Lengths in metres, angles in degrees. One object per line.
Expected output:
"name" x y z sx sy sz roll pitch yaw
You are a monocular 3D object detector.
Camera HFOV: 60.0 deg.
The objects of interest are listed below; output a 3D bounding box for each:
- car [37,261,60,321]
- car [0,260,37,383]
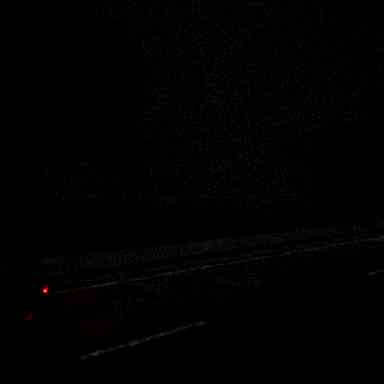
"car" -4.673 1.553 4.346 5.357 1.411 2.033 0 0 -35
"car" -3.728 1.232 1.030 5.566 2.045 2.150 0 0 -35
